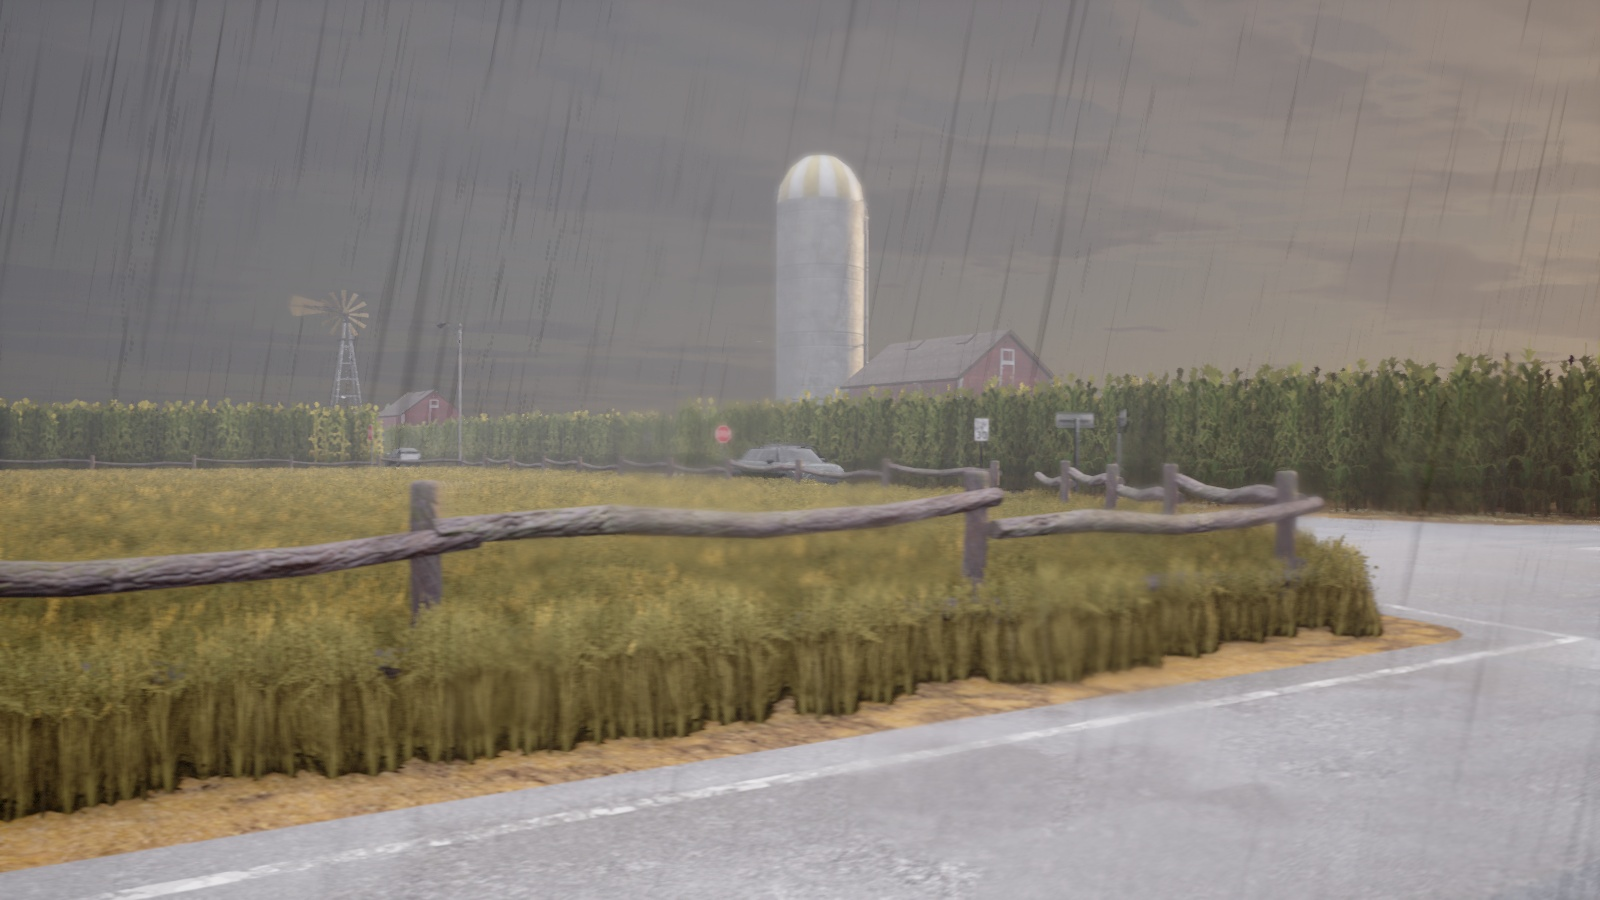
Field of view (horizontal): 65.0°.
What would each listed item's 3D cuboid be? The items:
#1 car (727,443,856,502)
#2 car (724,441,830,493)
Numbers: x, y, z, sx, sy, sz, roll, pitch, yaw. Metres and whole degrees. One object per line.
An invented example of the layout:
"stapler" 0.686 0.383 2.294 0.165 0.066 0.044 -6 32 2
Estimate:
"car" -0.335 0.656 40.191 2.097 1.767 4.553 0 0 -31
"car" -0.936 0.594 47.166 1.932 1.855 4.605 0 0 -31
